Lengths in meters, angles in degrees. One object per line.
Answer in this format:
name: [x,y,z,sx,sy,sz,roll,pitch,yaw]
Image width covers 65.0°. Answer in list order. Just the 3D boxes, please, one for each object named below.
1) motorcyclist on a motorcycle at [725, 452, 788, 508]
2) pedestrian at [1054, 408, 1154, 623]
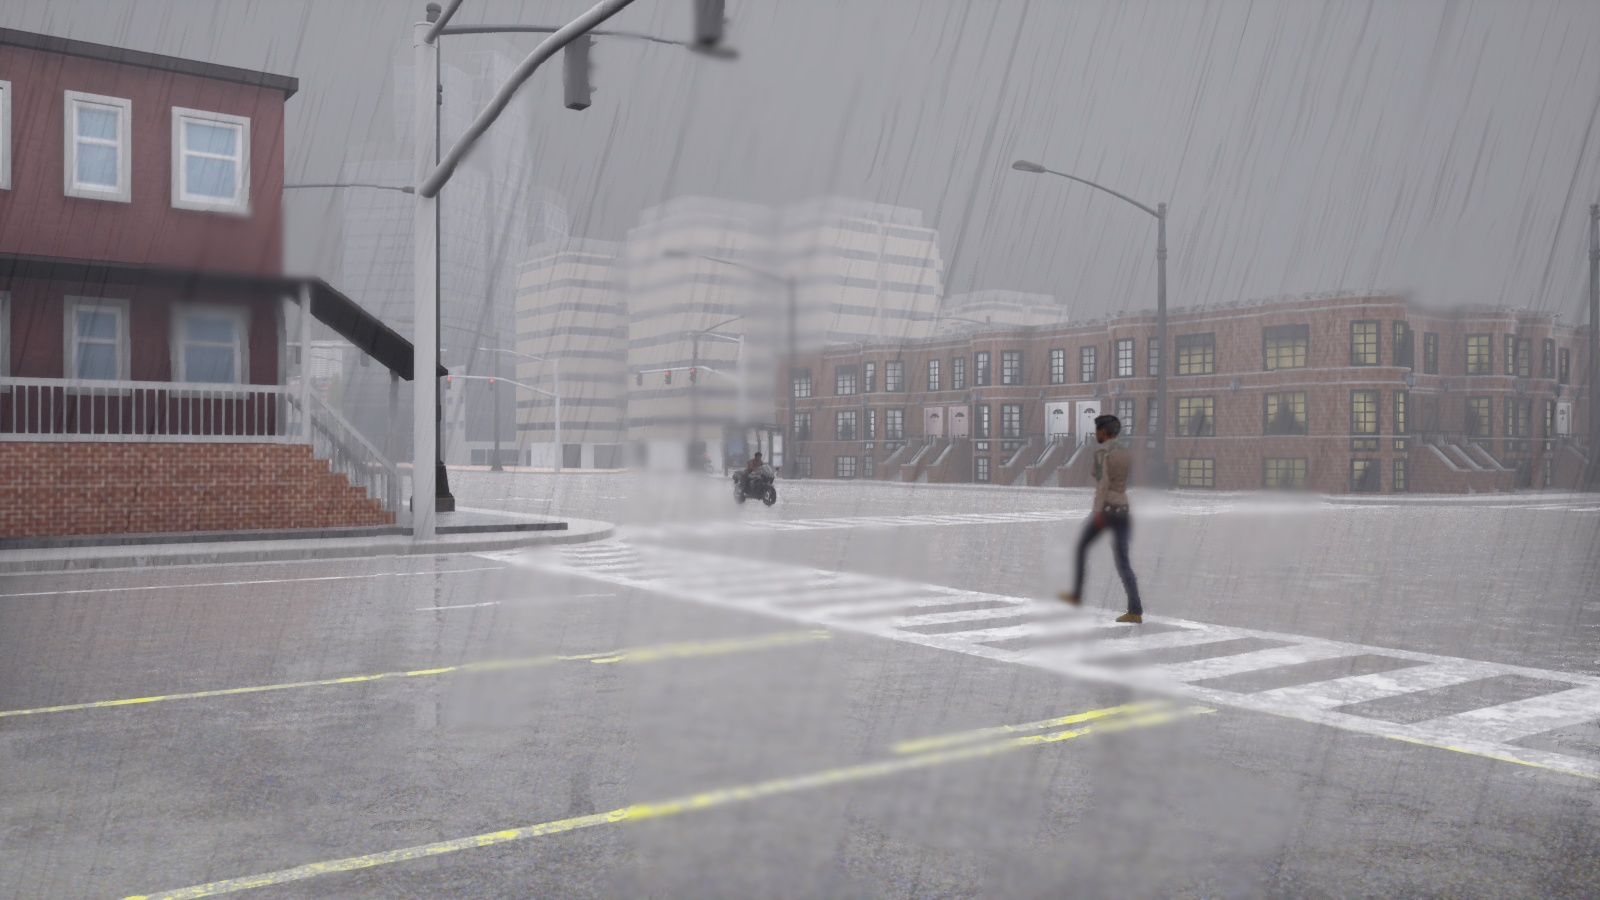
motorcyclist on a motorcycle: [-1.231,0.816,35.159,0.797,1.523,2.044,0,0,-35]
pedestrian: [2.649,0.551,10.982,0.328,1.805,0.869,0,0,-31]
